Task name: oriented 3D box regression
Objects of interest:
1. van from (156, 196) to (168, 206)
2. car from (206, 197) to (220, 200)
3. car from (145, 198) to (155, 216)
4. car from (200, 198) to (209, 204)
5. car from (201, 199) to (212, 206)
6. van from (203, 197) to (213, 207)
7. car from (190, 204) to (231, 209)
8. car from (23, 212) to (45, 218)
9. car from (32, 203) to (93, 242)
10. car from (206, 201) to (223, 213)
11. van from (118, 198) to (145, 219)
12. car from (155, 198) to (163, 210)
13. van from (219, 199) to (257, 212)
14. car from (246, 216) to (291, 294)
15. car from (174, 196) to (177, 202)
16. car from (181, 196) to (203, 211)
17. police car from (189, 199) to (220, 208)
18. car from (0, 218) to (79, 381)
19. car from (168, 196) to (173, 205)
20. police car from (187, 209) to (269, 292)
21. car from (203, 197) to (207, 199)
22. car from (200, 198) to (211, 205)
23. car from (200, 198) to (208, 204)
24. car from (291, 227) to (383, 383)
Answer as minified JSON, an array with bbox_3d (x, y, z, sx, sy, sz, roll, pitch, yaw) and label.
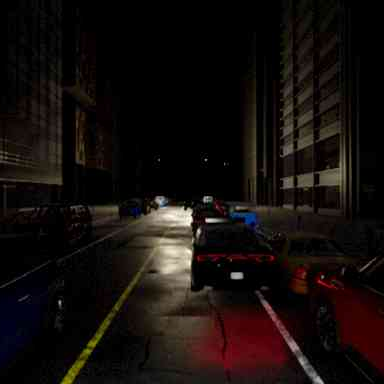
[{"bbox_3d":[-5.715,1.762,59.066,1.690,1.788,3.998,0,0,0],"label":"van"},{"bbox_3d":[2.788,1.534,31.023,2.192,1.841,5.009,0,0,0],"label":"car"},{"bbox_3d":[-5.732,1.574,36.629,2.192,1.841,5.009,0,0,0],"label":"car"},{"bbox_3d":[2.824,2.070,76.064,1.752,1.417,4.829,0,0,0],"label":"car"},{"bbox_3d":[2.815,2.006,64.676,1.887,1.381,4.507,0,0,0],"label":"car"},{"bbox_3d":[2.811,1.762,59.068,1.690,1.788,3.998,0,0,0],"label":"van"},{"bbox_3d":[0.916,1.661,19.149,1.812,1.442,4.674,0,0,0],"label":"car"},{"bbox_3d":[-5.755,1.501,8.581,1.967,1.590,4.097,0,0,0],"label":"car"},{"bbox_3d":[-5.750,1.415,14.192,2.192,1.841,5.009,0,0,0],"label":"car"},{"bbox_3d":[2.797,1.844,42.240,1.887,1.381,4.507,0,0,0],"label":"car"},{"bbox_3d":[-5.737,1.560,31.020,1.690,1.788,3.998,0,0,0],"label":"van"},{"bbox_3d":[-5.724,1.890,47.846,2.008,1.369,4.403,0,0,0],"label":"car"},{"bbox_3d":[2.779,1.481,19.805,1.690,1.788,3.998,0,0,0],"label":"van"},{"bbox_3d":[2.770,1.587,8.756,1.752,1.417,4.829,0,0,0],"label":"car"},{"bbox_3d":[-5.693,2.154,86.941,1.752,1.417,4.829,0,0,0],"label":"car"},{"bbox_3d":[0.062,1.545,45.621,2.150,2.045,5.566,0,0,1],"label":"car"},{"bbox_3d":[0.920,1.604,25.259,1.930,1.638,5.238,0,0,0],"label":"police car"},{"bbox_3d":[-3.097,1.378,3.622,2.097,1.767,4.553,0,0,0],"label":"car"},{"bbox_3d":[-5.706,1.942,70.285,1.967,1.590,4.097,0,0,0],"label":"car"},{"bbox_3d":[0.907,1.491,9.260,1.930,1.638,5.238,0,0,0],"label":"police car"},{"bbox_3d":[2.801,1.780,47.849,1.967,1.590,4.097,0,0,0],"label":"car"},{"bbox_3d":[2.819,2.068,70.285,1.947,1.339,4.313,0,0,0],"label":"car"},{"bbox_3d":[2.828,2.112,81.673,1.752,1.417,4.829,0,0,0],"label":"car"},{"bbox_3d":[2.766,1.337,2.978,2.192,1.841,5.009,0,0,0],"label":"car"}]
